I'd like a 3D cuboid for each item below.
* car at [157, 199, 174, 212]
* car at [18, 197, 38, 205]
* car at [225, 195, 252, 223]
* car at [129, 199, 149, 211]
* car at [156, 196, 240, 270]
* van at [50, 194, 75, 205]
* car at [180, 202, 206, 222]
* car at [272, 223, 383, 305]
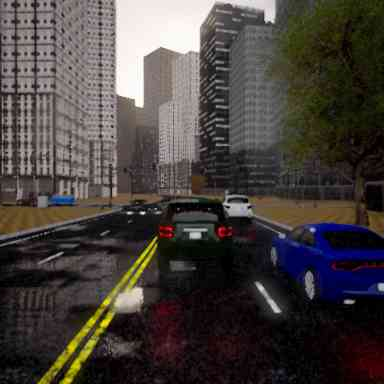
[{"bbox_3d":[-3.245,1.610,41.341,1.812,1.442,4.674,0,0,0],"label":"car"},{"bbox_3d":[-28.182,1.482,58.320,4.507,1.381,1.887,0,0,1],"label":"car"},{"bbox_3d":[3.354,1.277,26.574,2.150,2.045,5.566,0,0,0],"label":"car"},{"bbox_3d":[-6.497,1.593,41.162,1.837,1.490,4.892,0,0,0],"label":"car"},{"bbox_3d":[0.100,1.244,11.237,2.150,2.045,5.566,0,-1,0],"label":"car"},{"bbox_3d":[-22.643,1.303,58.273,3.998,1.788,1.690,0,0,1],"label":"van"},{"bbox_3d":[0.104,1.622,27.695,1.994,1.385,4.181,0,0,0],"label":"car"},{"bbox_3d":[3.351,1.498,8.226,1.882,1.535,5.008,0,0,0],"label":"car"}]
